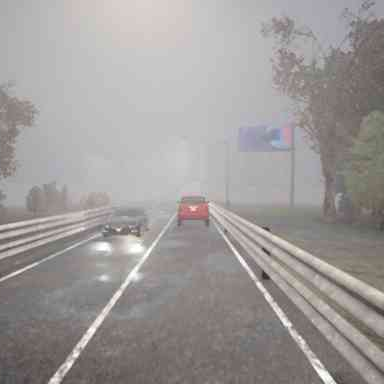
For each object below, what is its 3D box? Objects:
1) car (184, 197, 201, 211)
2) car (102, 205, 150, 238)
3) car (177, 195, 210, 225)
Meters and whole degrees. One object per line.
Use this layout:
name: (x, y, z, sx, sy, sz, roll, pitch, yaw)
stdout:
car: (0.075, 1.475, 42.547, 2.128, 1.511, 4.902, 0, 0, 0)
car: (-3.352, 1.498, 17.604, 1.837, 1.490, 4.892, 0, 0, 0)
car: (0.105, 1.212, 24.051, 2.150, 2.045, 5.566, 0, 0, 0)
